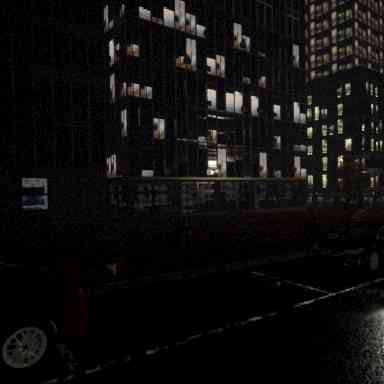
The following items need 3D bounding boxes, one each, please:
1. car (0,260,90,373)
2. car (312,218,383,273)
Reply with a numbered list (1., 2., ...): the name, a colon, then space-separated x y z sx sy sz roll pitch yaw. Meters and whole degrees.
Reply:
1. car: -3.579 1.545 4.024 4.507 1.381 1.887 0 -1 -35
2. car: 5.595 1.548 10.537 4.403 1.369 2.008 0 -1 -35
